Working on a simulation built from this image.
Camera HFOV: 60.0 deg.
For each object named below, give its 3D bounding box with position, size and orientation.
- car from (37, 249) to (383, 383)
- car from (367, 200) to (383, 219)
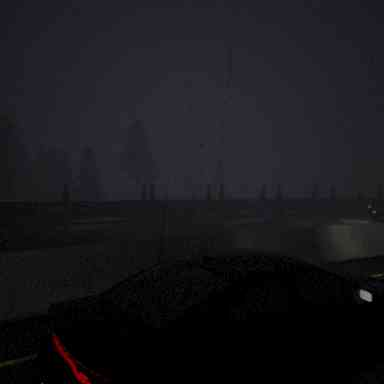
[{"bbox_3d":[0.862,1.469,4.101,5.008,1.535,1.882,0,0,-33],"label":"car"},{"bbox_3d":[17.312,1.255,27.652,5.566,2.045,2.150,0,0,-18],"label":"car"}]
